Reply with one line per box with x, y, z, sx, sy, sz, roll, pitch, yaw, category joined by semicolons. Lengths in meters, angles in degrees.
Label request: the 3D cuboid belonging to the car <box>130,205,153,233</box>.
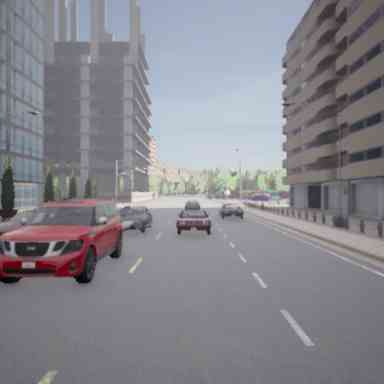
-3.500;1.576;20.280;2.128;1.511;4.902;0;0;0;car

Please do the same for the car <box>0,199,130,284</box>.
-3.568;1.264;10.059;2.150;2.045;5.566;0;0;0;car

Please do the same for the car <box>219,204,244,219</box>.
3.505;1.727;30.454;1.895;1.301;4.718;0;0;0;car

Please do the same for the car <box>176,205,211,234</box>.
0.100;1.683;19.802;1.895;1.301;4.718;0;0;0;car

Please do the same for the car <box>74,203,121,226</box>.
-7.000;1.654;25.359;2.033;1.411;5.357;0;0;0;car

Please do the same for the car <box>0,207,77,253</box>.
-7.027;1.541;15.098;1.882;1.535;5.008;0;0;1;car

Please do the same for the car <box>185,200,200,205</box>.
0.065;1.741;42.849;1.994;1.385;4.181;0;0;0;car
